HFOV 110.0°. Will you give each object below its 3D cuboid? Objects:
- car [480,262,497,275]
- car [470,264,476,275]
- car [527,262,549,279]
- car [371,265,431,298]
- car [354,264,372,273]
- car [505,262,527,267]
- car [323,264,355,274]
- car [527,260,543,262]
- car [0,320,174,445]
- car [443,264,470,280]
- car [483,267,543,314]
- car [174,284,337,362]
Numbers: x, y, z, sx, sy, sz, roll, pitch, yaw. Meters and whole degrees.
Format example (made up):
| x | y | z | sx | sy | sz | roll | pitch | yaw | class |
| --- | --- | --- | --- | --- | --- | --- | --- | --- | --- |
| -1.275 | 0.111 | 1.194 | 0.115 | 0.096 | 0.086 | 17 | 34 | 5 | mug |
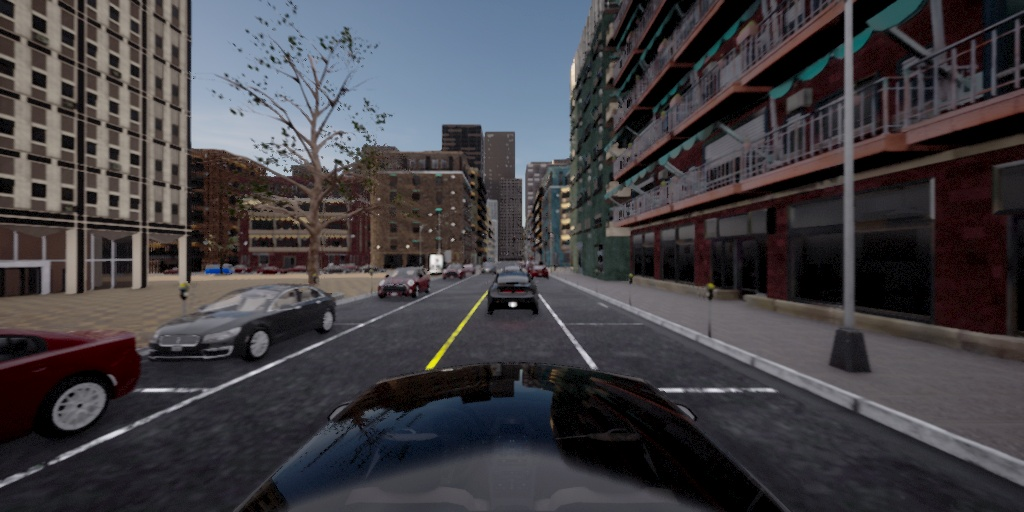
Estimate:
| x | y | z | sx | sy | sz | roll | pitch | yaw | class |
| --- | --- | --- | --- | --- | --- | --- | --- | --- | --- |
| -3.037 | 1.643 | 47.076 | 2.128 | 1.511 | 4.902 | 0 | -1 | 1 | car |
| -5.684 | 1.733 | 46.965 | 1.802 | 1.307 | 4.207 | 0 | 0 | 0 | car |
| 2.696 | 1.595 | 35.906 | 1.888 | 1.381 | 4.507 | 0 | 0 | 0 | car |
| -5.688 | 1.341 | 19.328 | 1.967 | 1.591 | 4.097 | 0 | 0 | 0 | car |
| -22.383 | 2.138 | 57.733 | 4.403 | 1.370 | 2.007 | 0 | 0 | 0 | car |
| 0.060 | 1.477 | 30.448 | 1.882 | 1.535 | 5.008 | 0 | 0 | 0 | car |
| -27.952 | 2.219 | 57.693 | 4.403 | 1.370 | 2.007 | 0 | 0 | 0 | car |
| 2.696 | 1.415 | 41.434 | 2.192 | 1.841 | 5.009 | 0 | 0 | 0 | car |
| -5.691 | 1.304 | 2.745 | 1.888 | 1.381 | 4.507 | 0 | 0 | 0 | car |
| -5.686 | 1.489 | 35.909 | 1.967 | 1.591 | 4.097 | 0 | 0 | 0 | car |
| 0.049 | 1.364 | 14.304 | 1.837 | 1.490 | 4.892 | 0 | 0 | 0 | car |
| -5.690 | 1.357 | 8.273 | 2.007 | 1.370 | 4.403 | 0 | 0 | 0 | car |
